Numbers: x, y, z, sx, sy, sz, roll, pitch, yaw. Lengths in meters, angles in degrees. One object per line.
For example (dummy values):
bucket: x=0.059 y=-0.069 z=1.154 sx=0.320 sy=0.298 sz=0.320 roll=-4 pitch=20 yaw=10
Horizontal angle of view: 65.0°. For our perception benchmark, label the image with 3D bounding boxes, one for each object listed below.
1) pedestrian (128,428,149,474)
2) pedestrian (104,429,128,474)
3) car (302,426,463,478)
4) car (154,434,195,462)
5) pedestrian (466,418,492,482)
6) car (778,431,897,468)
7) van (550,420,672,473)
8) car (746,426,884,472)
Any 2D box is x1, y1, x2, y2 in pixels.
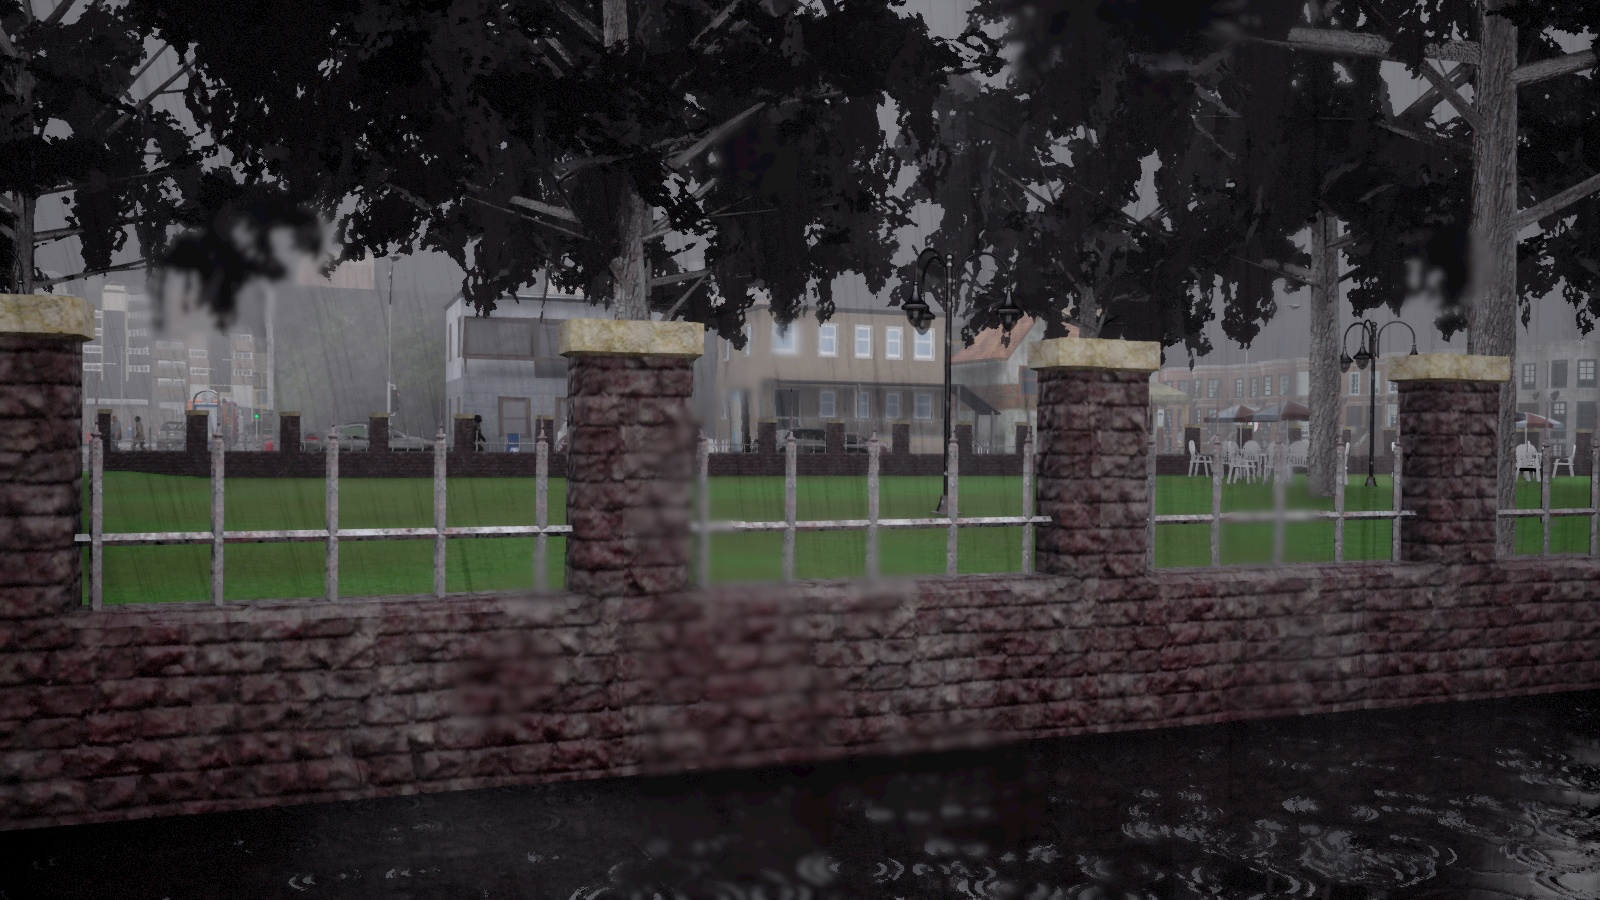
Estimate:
pedestrian: x=-27.682 y=0.034 z=52.540 sx=0.692 sy=1.930 sz=0.396 roll=-1 pitch=1 yaw=-39
pedestrian: x=-28.097 y=0.054 z=51.564 sx=0.540 sy=1.848 sz=0.694 roll=0 pitch=1 yaw=42
car: x=-14.138 y=0.038 z=42.518 sx=5.027 sy=1.651 sz=2.152 roll=-1 pitch=1 yaw=-21
car: x=-38.264 y=-0.142 z=76.911 sx=1.851 sy=1.617 sz=3.988 roll=-1 pitch=1 yaw=-21
pedestrian: x=-9.840 y=-0.012 z=38.462 sx=0.692 sy=1.930 sz=0.395 roll=-1 pitch=1 yaw=-21
car: x=1.576 y=-0.052 z=52.808 sx=4.674 sy=1.442 sz=1.812 roll=-1 pitch=1 yaw=-21
van: x=-7.425 y=-0.173 z=49.389 sx=4.442 sy=1.987 sz=1.775 roll=-1 pitch=1 yaw=-21
car: x=0.579 y=-0.061 z=48.151 sx=4.856 sy=1.649 sz=2.033 roll=-1 pitch=1 yaw=-21
